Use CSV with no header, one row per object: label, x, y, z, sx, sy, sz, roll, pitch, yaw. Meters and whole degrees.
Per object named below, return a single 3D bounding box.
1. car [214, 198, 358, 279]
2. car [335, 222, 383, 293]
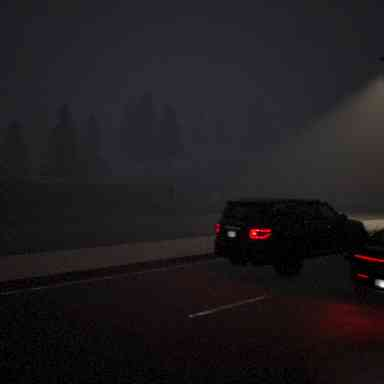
car,3.226,1.219,10.346,5.566,2.045,2.150,0,0,-36
car,5.610,1.505,7.748,4.892,1.490,1.837,0,0,-36
